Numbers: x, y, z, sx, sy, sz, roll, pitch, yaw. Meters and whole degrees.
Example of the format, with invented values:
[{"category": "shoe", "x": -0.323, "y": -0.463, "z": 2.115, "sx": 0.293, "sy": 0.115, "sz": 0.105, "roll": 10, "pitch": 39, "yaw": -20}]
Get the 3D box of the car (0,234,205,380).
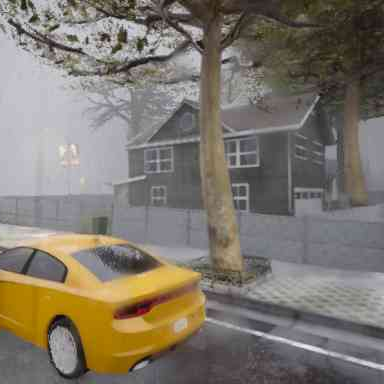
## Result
[{"category": "car", "x": -2.143, "y": 1.457, "z": 5.543, "sx": 5.008, "sy": 1.535, "sz": 1.882, "roll": 1, "pitch": 0, "yaw": 36}]
